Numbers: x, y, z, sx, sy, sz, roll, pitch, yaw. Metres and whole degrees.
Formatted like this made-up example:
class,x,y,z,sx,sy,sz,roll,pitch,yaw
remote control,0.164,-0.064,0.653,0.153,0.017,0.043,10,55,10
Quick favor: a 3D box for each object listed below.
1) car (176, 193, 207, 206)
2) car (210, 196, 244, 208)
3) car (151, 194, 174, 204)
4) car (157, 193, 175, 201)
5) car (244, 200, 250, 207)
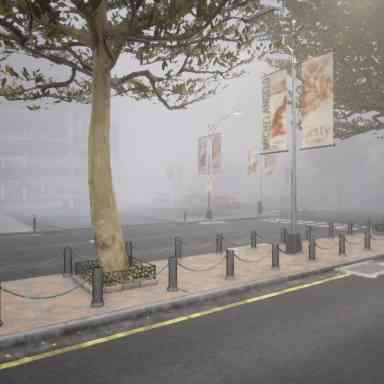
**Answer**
class,x,y,z,sx,sy,sz,roll,pitch,yaw
car,-0.181,1.352,55.969,2.097,1.767,4.553,0,0,-36
car,4.915,1.352,48.890,2.097,1.767,4.553,0,0,-35
car,-6.088,1.564,63.577,1.994,1.385,4.181,0,0,-42
car,-5.093,1.221,67.879,5.566,2.045,2.150,0,0,45
car,6.978,1.526,52.034,1.812,1.442,4.674,0,0,-36
